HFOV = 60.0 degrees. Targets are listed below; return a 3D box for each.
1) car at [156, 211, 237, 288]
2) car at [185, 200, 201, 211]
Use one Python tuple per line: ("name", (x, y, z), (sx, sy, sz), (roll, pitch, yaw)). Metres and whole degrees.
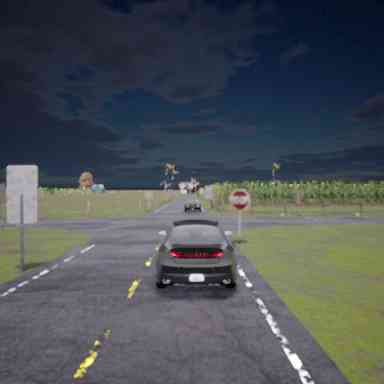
("car", (0.097, 1.505, 9.202), (1.837, 1.490, 4.892), (0, 0, 0))
("car", (0.097, 1.592, 39.135), (1.895, 1.301, 4.718), (0, 0, 0))
